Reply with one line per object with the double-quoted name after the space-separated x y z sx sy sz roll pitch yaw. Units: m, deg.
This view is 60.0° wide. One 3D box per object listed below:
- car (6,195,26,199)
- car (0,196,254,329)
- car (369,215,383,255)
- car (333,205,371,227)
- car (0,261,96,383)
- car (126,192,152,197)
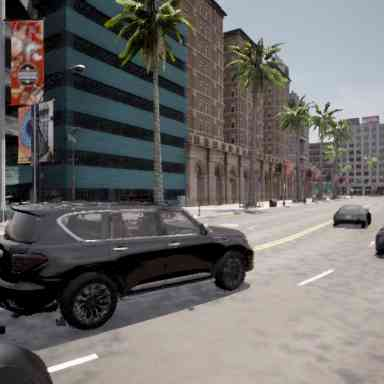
-33.417 1.341 61.943 2.161 1.482 4.786 0 0 32 "car"
-1.089 1.215 7.137 5.566 2.045 2.150 0 0 -40 "car"
8.290 1.560 12.554 1.994 1.385 4.181 0 0 38 "car"
10.965 1.553 22.662 1.994 1.385 4.181 0 0 33 "car"
-3.124 1.503 1.380 4.892 1.490 1.837 0 1 -32 "car"
-7.689 0.987 46.314 2.435 2.045 5.566 0 0 32 "car"
